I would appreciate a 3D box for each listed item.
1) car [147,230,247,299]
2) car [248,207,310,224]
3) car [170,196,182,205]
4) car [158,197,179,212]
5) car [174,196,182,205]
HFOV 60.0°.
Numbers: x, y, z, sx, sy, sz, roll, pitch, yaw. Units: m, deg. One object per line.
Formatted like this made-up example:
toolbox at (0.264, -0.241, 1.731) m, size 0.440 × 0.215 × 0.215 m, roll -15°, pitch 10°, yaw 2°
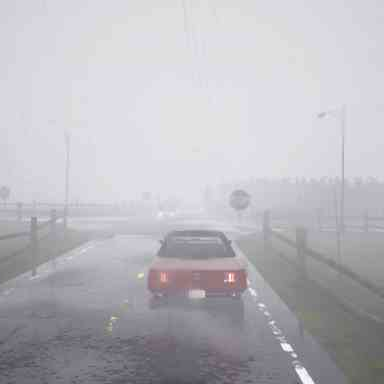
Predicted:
car at (0.094, 1.602, 8.376) m, size 1.895 × 1.301 × 4.718 m, roll 0°, pitch 0°, yaw 0°
car at (6.858, 1.819, 26.513) m, size 4.718 × 1.301 × 1.895 m, roll 1°, pitch -1°, yaw 11°
car at (-2.878, 1.520, 60.041) m, size 1.882 × 1.535 × 5.008 m, roll 0°, pitch 0°, yaw 1°
car at (-2.888, 1.582, 39.326) m, size 1.994 × 1.385 × 4.181 m, roll 0°, pitch 0°, yaw -1°
car at (-2.886, 1.577, 49.578) m, size 2.033 × 1.411 × 5.357 m, roll 0°, pitch 0°, yaw 0°
